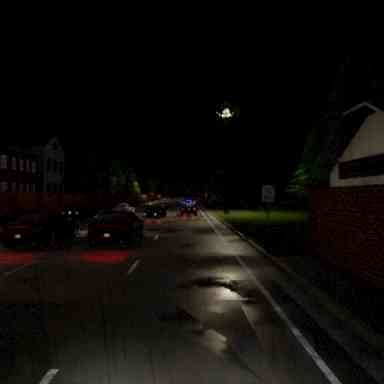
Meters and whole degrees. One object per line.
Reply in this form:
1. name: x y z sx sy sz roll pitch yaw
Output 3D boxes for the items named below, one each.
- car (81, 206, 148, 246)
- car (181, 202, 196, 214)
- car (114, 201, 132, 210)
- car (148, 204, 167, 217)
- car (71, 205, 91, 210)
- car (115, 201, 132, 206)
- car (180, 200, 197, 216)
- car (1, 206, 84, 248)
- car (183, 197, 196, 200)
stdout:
1. car: -3.548 1.656 16.206 1.882 1.535 5.008 0 -1 -1
2. car: -0.419 2.054 43.788 1.895 1.301 4.718 0 -1 -1
3. car: -10.907 2.139 52.814 1.994 1.385 4.181 0 -1 -1
4. car: -3.740 1.980 35.748 1.895 1.301 4.718 0 -1 -1
5. car: -10.699 1.903 31.567 2.033 1.411 5.357 0 -1 -1
6. car: -7.238 1.913 35.539 1.812 1.442 4.674 0 -1 -1
7. car: -0.363 1.942 38.060 2.033 1.411 5.357 0 -1 -1
8. car: -7.046 1.662 15.905 1.882 1.535 5.008 0 -1 -1
9. car: -0.512 1.771 53.091 2.150 2.045 5.566 0 -1 -1
